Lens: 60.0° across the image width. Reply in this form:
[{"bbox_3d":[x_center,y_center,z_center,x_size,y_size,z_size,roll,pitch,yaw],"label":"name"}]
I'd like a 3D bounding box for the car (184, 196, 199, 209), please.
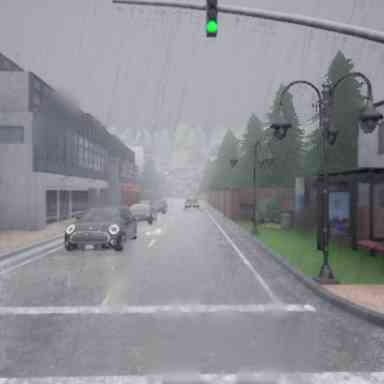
[{"bbox_3d":[-0.014,1.545,43.341,1.895,1.301,4.718,0,0,0],"label":"car"}]

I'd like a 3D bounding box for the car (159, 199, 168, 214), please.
[{"bbox_3d":[-3.572,1.443,34.461,2.128,1.511,4.902,0,0,0],"label":"car"}]

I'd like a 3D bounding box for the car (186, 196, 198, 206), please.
[{"bbox_3d":[-0.020,1.407,53.377,1.882,1.535,5.008,0,0,0],"label":"car"}]

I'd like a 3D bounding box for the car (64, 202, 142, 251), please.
[{"bbox_3d":[-3.602,1.333,13.892,2.097,1.767,4.553,0,0,0],"label":"car"}]

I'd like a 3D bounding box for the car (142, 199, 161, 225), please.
[{"bbox_3d":[-3.603,1.492,24.127,1.812,1.442,4.674,0,0,0],"label":"car"}]
